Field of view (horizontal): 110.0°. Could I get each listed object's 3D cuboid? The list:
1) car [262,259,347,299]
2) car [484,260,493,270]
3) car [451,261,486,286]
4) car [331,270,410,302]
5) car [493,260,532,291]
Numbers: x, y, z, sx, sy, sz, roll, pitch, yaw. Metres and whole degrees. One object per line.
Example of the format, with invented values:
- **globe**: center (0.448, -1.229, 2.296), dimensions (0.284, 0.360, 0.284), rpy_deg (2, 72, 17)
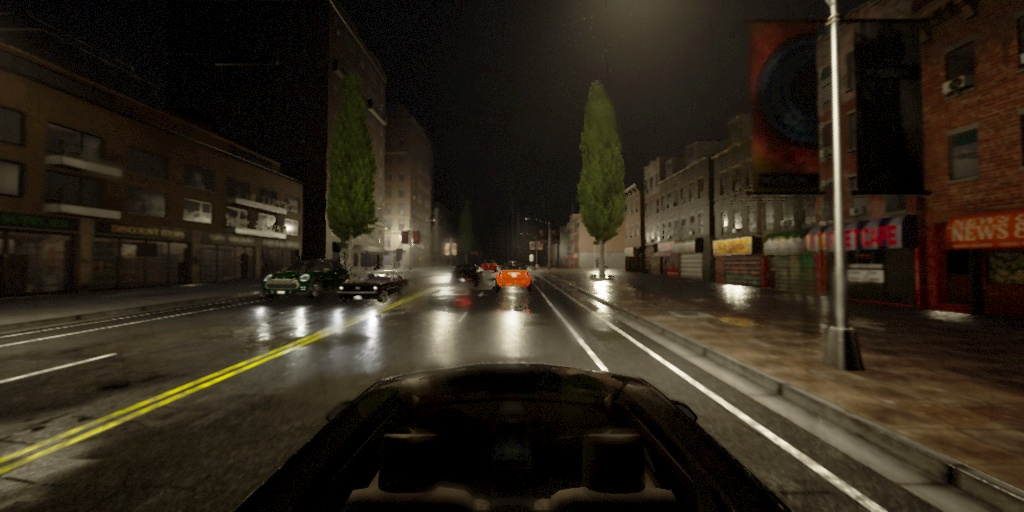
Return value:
- **car**: center (-9.746, 0.943, 17.361), dimensions (2.097, 1.767, 4.553), rpy_deg (0, 0, 0)
- **car**: center (-3.138, 1.321, 50.076), dimensions (2.097, 1.767, 4.553), rpy_deg (0, -1, 0)
- **car**: center (-3.144, 1.309, 25.519), dimensions (1.837, 1.490, 4.892), rpy_deg (0, 0, 0)
- **car**: center (-6.496, 1.434, 17.296), dimensions (1.895, 1.301, 4.718), rpy_deg (0, 0, 0)
- **car**: center (0.106, 1.146, 22.617), dimensions (2.097, 1.767, 4.553), rpy_deg (0, 0, 0)
